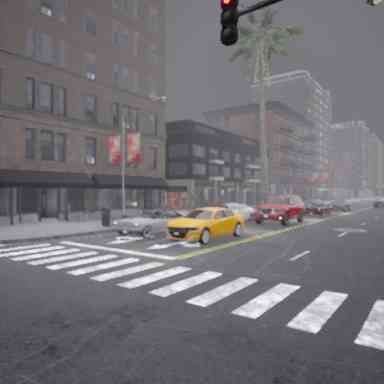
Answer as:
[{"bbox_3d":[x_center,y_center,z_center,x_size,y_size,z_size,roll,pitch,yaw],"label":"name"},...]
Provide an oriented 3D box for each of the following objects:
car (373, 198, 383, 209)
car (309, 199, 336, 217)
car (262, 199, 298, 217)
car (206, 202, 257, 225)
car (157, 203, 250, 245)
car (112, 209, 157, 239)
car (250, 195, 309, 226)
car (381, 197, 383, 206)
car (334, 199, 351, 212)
[{"bbox_3d":[27.353,1.639,47.951,1.812,1.442,4.674,0,0,36],"label":"car"},{"bbox_3d":[12.233,1.654,32.449,1.895,1.301,4.718,0,0,35],"label":"car"},{"bbox_3d":[8.982,1.523,33.479,1.882,1.535,5.008,0,0,35],"label":"car"},{"bbox_3d":[3.083,1.551,25.093,1.812,1.442,4.674,0,0,35],"label":"car"},{"bbox_3d":[0.761,1.492,16.137,1.882,1.535,5.008,0,0,35],"label":"car"},{"bbox_3d":[-2.004,1.610,17.874,1.895,1.301,4.718,0,0,35],"label":"car"},{"bbox_3d":[6.477,1.254,24.275,2.150,2.045,5.566,0,0,35],"label":"car"},{"bbox_3d":[33.582,1.623,56.810,1.882,1.535,5.008,0,0,35],"label":"car"},{"bbox_3d":[18.067,1.582,40.666,1.837,1.490,4.892,0,0,36],"label":"car"}]
